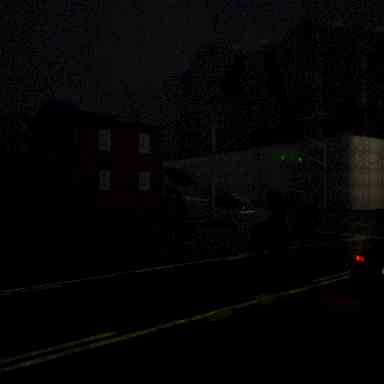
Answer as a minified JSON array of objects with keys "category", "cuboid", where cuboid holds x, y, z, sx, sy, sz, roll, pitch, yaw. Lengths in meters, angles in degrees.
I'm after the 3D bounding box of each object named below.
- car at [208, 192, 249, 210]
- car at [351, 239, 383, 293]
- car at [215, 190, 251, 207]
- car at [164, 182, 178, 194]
[{"category":"car","cuboid":[3.999,1.105,37.592,2.033,1.411,5.357,0,5,-36]},{"category":"car","cuboid":[5.579,1.564,7.732,4.181,1.385,1.994,0,0,-35]},{"category":"car","cuboid":[5.153,0.779,42.330,1.812,1.442,4.674,0,6,-35]},{"category":"car","cuboid":[-3.632,-0.655,48.275,1.895,1.301,4.718,0,11,-36]}]
